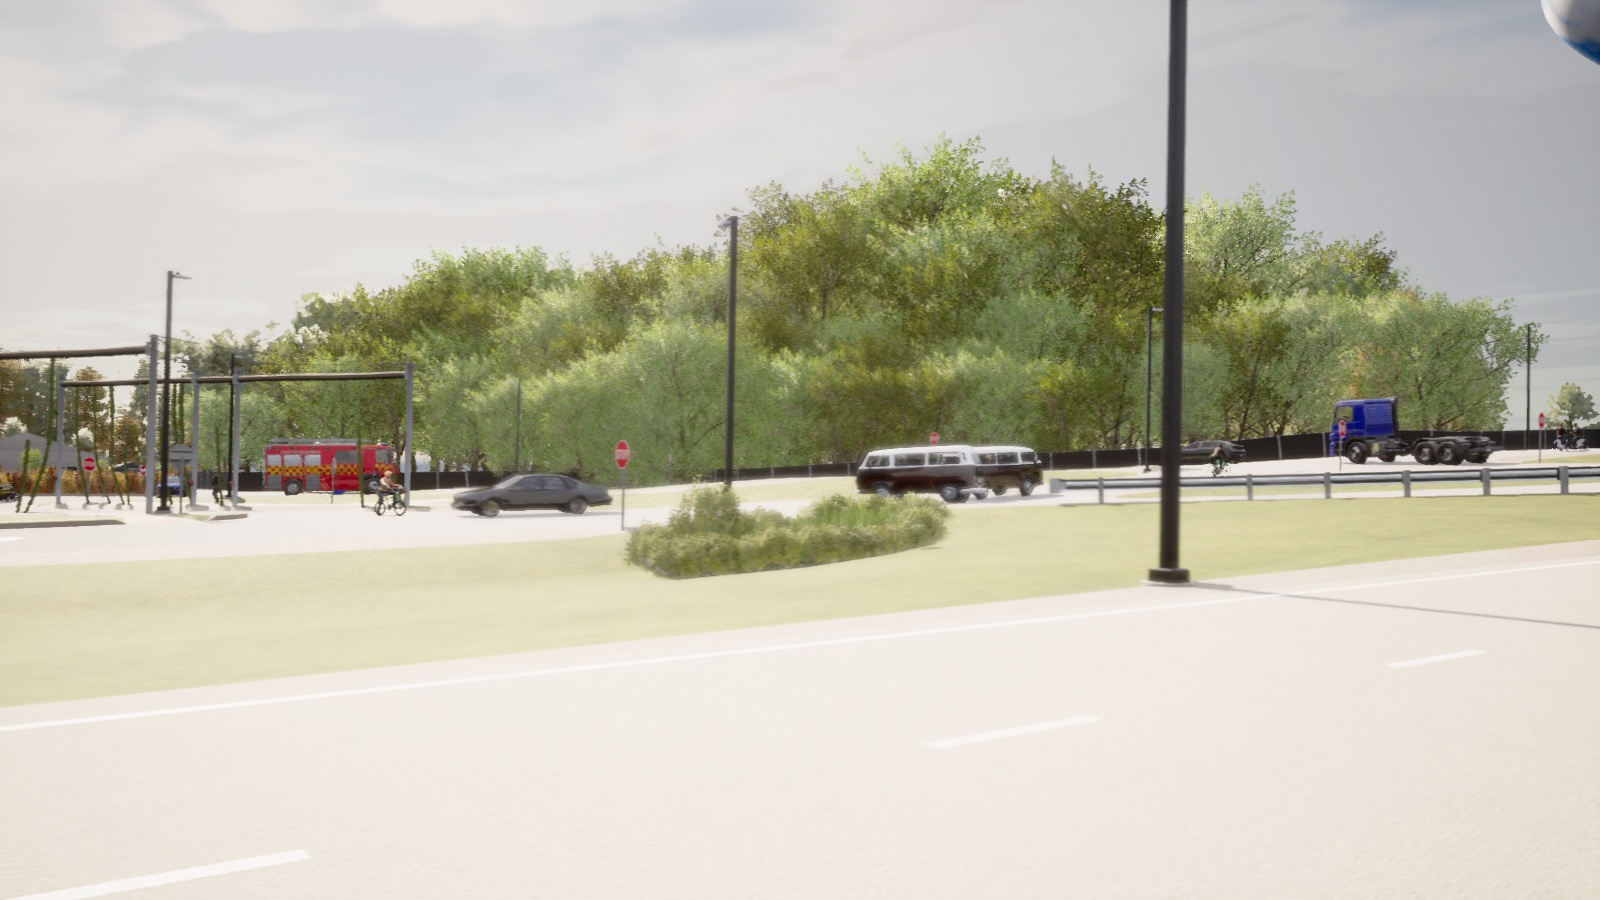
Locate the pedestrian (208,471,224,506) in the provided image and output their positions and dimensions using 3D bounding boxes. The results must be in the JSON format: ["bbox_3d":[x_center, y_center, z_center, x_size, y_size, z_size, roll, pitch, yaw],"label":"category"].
[{"bbox_3d":[-31.650,2.074,68.041,0.720,1.854,0.376,0,-1,28],"label":"pedestrian"}]

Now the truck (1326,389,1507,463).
[{"bbox_3d":[31.225,-1.162,63.965,2.891,3.462,7.936,-3,2,-30],"label":"truck"}]

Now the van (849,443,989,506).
[{"bbox_3d":[4.221,0.887,44.384,4.480,2.038,2.069,-3,-2,21],"label":"van"}]

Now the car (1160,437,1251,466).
[{"bbox_3d":[24.164,0.108,75.058,1.837,1.490,4.892,0,-3,-40],"label":"car"}]

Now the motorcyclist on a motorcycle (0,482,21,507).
[{"bbox_3d":[-49.874,2.781,78.128,0.866,1.530,2.191,2,1,44],"label":"motorcyclist on a motorcycle"}]

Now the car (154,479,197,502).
[{"bbox_3d":[-43.787,2.804,88.137,1.882,1.535,5.008,0,-1,-17],"label":"car"}]

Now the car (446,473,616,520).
[{"bbox_3d":[-9.242,1.578,43.237,5.357,1.411,2.033,-1,0,-26],"label":"car"}]

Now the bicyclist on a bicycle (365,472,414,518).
[{"bbox_3d":[-14.628,1.600,44.754,1.509,1.612,0.866,-2,-2,26],"label":"bicyclist on a bicycle"}]

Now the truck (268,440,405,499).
[{"bbox_3d":[-31.206,1.307,84.540,8.468,3.827,2.891,0,-1,-24],"label":"truck"}]

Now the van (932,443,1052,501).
[{"bbox_3d":[7.604,0.839,49.578,4.480,2.038,2.069,-3,1,-36],"label":"van"}]
